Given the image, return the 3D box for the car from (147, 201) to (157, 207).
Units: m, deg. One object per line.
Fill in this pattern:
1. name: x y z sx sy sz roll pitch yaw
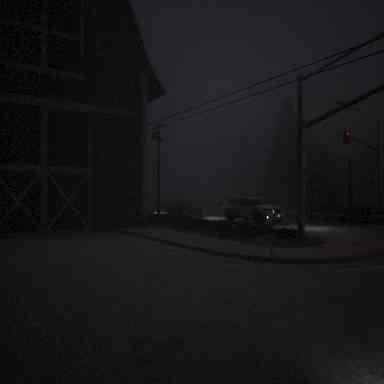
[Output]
1. car: -6.564 1.789 43.076 1.837 1.490 4.892 0 0 -34

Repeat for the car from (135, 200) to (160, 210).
1. car: -6.683 1.924 49.595 1.895 1.301 4.718 0 0 -34

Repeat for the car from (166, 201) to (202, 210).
1. car: -0.867 1.710 34.760 1.882 1.535 5.008 0 0 -35

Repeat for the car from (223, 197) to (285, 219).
1. car: 4.772 1.402 26.533 2.150 2.045 5.566 0 0 -34
